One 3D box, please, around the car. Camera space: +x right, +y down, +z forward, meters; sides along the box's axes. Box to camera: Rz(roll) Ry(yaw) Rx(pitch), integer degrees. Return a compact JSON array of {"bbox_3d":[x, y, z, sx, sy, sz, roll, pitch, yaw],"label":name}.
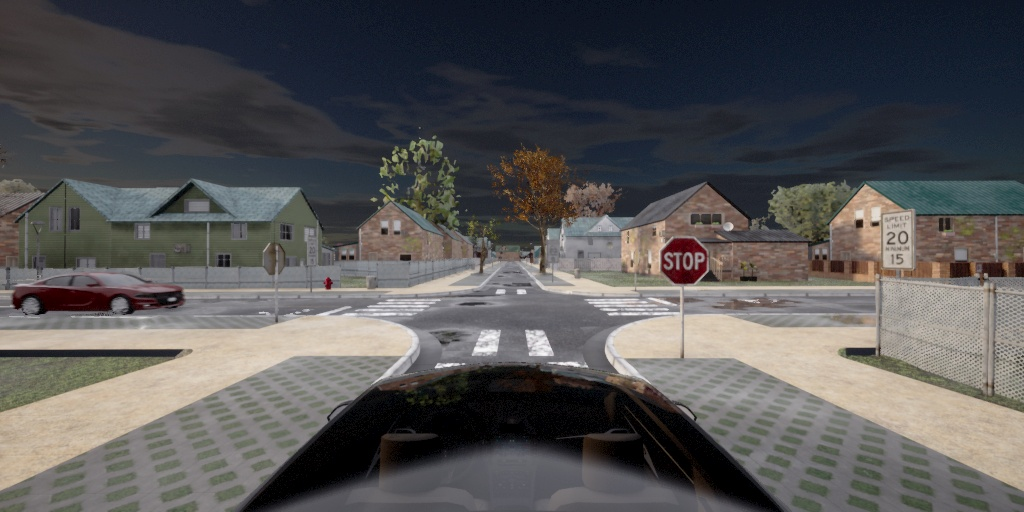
[{"bbox_3d":[-14.891,1.316,13.097,5.008,1.535,1.882,0,0,1],"label":"car"}]
